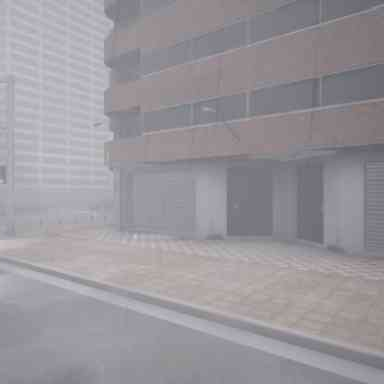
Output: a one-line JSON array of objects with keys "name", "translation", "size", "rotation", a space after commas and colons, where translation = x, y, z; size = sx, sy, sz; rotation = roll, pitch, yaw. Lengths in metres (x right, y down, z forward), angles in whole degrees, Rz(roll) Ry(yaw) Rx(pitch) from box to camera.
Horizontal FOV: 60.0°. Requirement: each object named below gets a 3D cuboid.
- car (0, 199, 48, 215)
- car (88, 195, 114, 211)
[{"name": "car", "translation": [-16.726, 1.505, 32.660], "size": [1.837, 1.490, 4.892], "rotation": [0, 0, 37]}, {"name": "car", "translation": [-10.478, 1.505, 40.915], "size": [1.837, 1.490, 4.892], "rotation": [0, 0, 37]}]
